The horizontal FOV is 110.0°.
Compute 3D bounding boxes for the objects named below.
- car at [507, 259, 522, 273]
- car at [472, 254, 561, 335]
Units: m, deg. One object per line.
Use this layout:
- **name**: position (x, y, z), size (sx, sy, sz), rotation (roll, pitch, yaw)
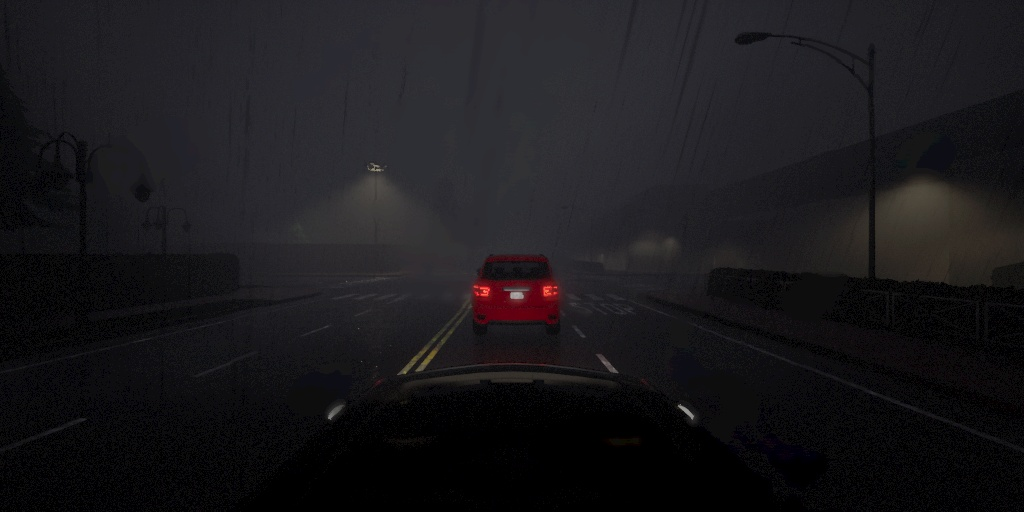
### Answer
- **car**: position (0.340, 1.228, 45.516), size (1.882, 1.535, 5.008), rotation (0, 0, 1)
- **car**: position (0.118, 0.971, 10.658), size (2.150, 2.045, 5.566), rotation (0, 0, 0)
